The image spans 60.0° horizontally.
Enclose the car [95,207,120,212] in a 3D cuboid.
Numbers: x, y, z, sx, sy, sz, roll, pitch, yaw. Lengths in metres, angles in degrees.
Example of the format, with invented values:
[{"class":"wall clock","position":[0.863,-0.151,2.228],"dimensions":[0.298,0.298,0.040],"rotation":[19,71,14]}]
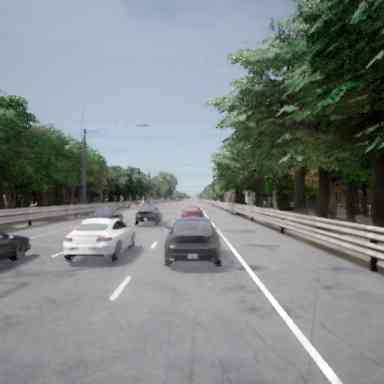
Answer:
[{"class":"car","position":[-6.964,1.948,27.398],"dimensions":[1.994,1.385,4.181],"rotation":[0,-1,0]}]

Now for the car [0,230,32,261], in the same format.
[{"class":"car","position":[-6.977,1.694,10.115],"dimensions":[2.033,1.411,5.357],"rotation":[0,-1,0]}]

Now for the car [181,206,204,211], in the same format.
[{"class":"car","position":[0.040,1.896,27.998],"dimensions":[1.812,1.442,4.674],"rotation":[0,-2,1]}]

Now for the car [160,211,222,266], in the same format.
[{"class":"car","position":[0.041,1.684,12.308],"dimensions":[1.837,1.490,4.892],"rotation":[0,0,0]}]

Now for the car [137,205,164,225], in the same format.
[{"class":"car","position":[-3.464,1.879,27.342],"dimensions":[1.837,1.490,4.892],"rotation":[0,-2,0]}]

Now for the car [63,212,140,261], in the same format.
[{"class":"car","position":[-3.454,1.712,12.958],"dimensions":[1.812,1.442,4.674],"rotation":[0,-1,0]}]
